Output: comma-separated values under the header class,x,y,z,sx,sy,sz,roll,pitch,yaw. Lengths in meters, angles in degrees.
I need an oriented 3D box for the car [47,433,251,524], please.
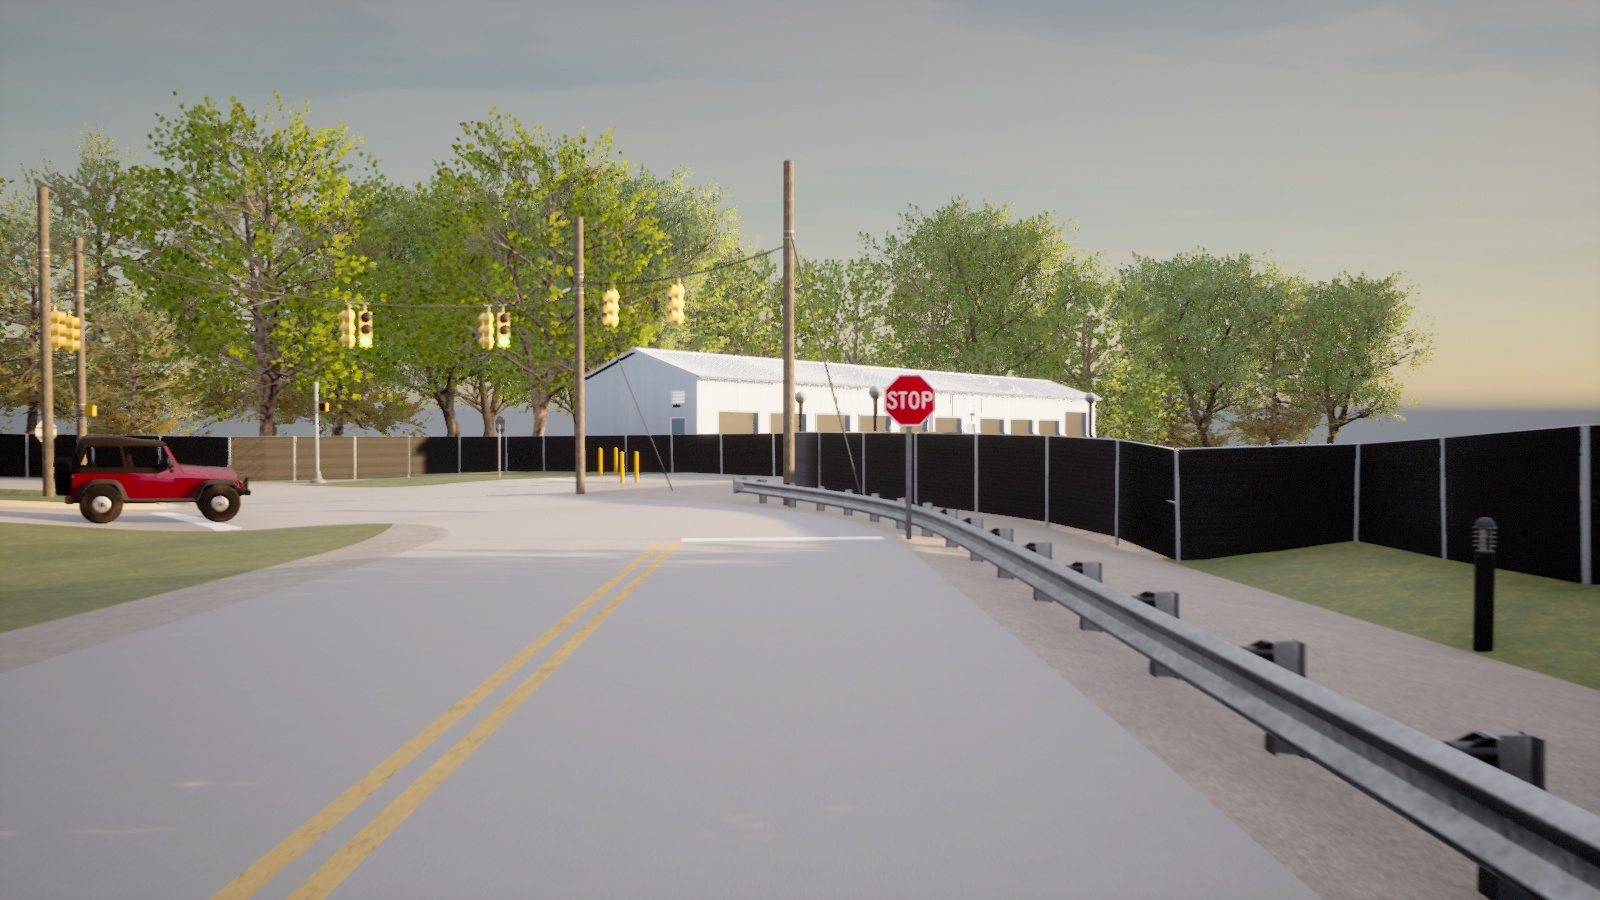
class,x,y,z,sx,sy,sz,roll,pitch,yaw
car,-14.402,0.602,27.892,3.866,1.878,1.905,1,1,-28
